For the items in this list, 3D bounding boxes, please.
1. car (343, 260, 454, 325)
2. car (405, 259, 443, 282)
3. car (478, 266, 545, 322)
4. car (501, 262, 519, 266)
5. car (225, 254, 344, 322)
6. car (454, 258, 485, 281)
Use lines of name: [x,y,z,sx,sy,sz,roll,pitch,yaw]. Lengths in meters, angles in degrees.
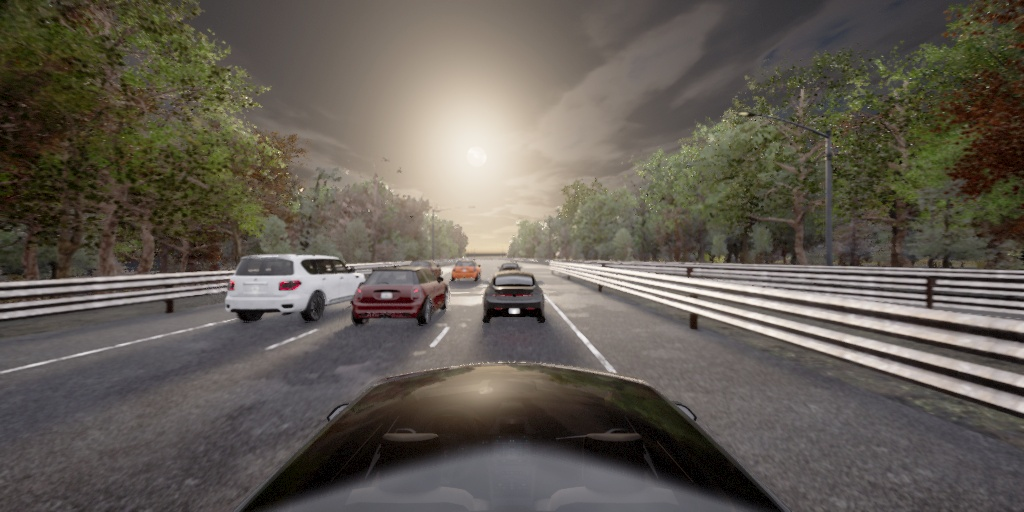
car: [-3.450,1.102,11.956,2.097,1.767,4.553,0,0,0]
car: [-7.181,1.113,29.686,2.097,1.767,4.553,0,0,-1]
car: [0.048,1.255,12.224,1.837,1.490,4.892,0,0,0]
car: [-0.183,1.263,29.893,1.837,1.490,4.892,0,0,-1]
car: [-6.949,0.973,12.357,2.150,2.045,5.566,0,0,0]
car: [-3.680,1.111,29.644,2.097,1.767,4.553,0,0,-1]
